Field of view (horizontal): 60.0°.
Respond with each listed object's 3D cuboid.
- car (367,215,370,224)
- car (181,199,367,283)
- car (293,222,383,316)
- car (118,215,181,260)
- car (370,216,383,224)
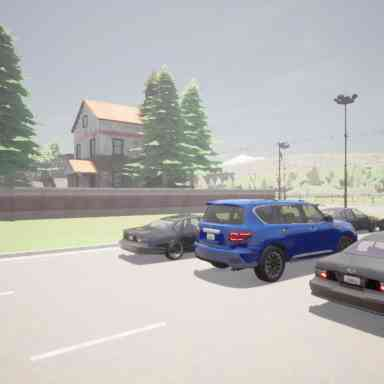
[{"bbox_3d":[8.233,1.547,18.224,5.357,1.411,2.033,0,0,-36],"label":"car"},{"bbox_3d":[2.660,1.221,9.952,5.566,2.045,2.150,0,0,-35],"label":"car"},{"bbox_3d":[4.765,1.547,7.152,5.357,1.411,2.033,0,0,-36],"label":"car"},{"bbox_3d":[0.039,1.547,12.377,5.357,1.411,2.033,0,0,-35],"label":"car"},{"bbox_3d":[10.671,1.505,15.665,4.892,1.490,1.837,0,0,-35],"label":"car"}]
